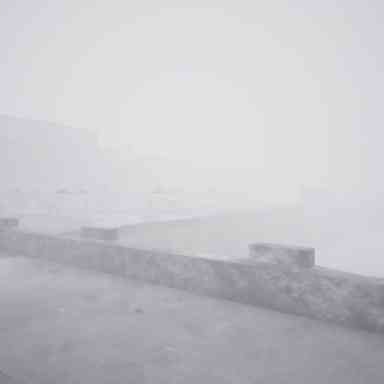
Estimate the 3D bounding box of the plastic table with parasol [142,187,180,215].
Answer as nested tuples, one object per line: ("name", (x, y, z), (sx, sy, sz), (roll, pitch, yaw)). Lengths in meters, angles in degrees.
("plastic table with parasol", (-2.833, 0.799, 30.821), (2.482, 2.480, 2.482), (0, 0, 36))
